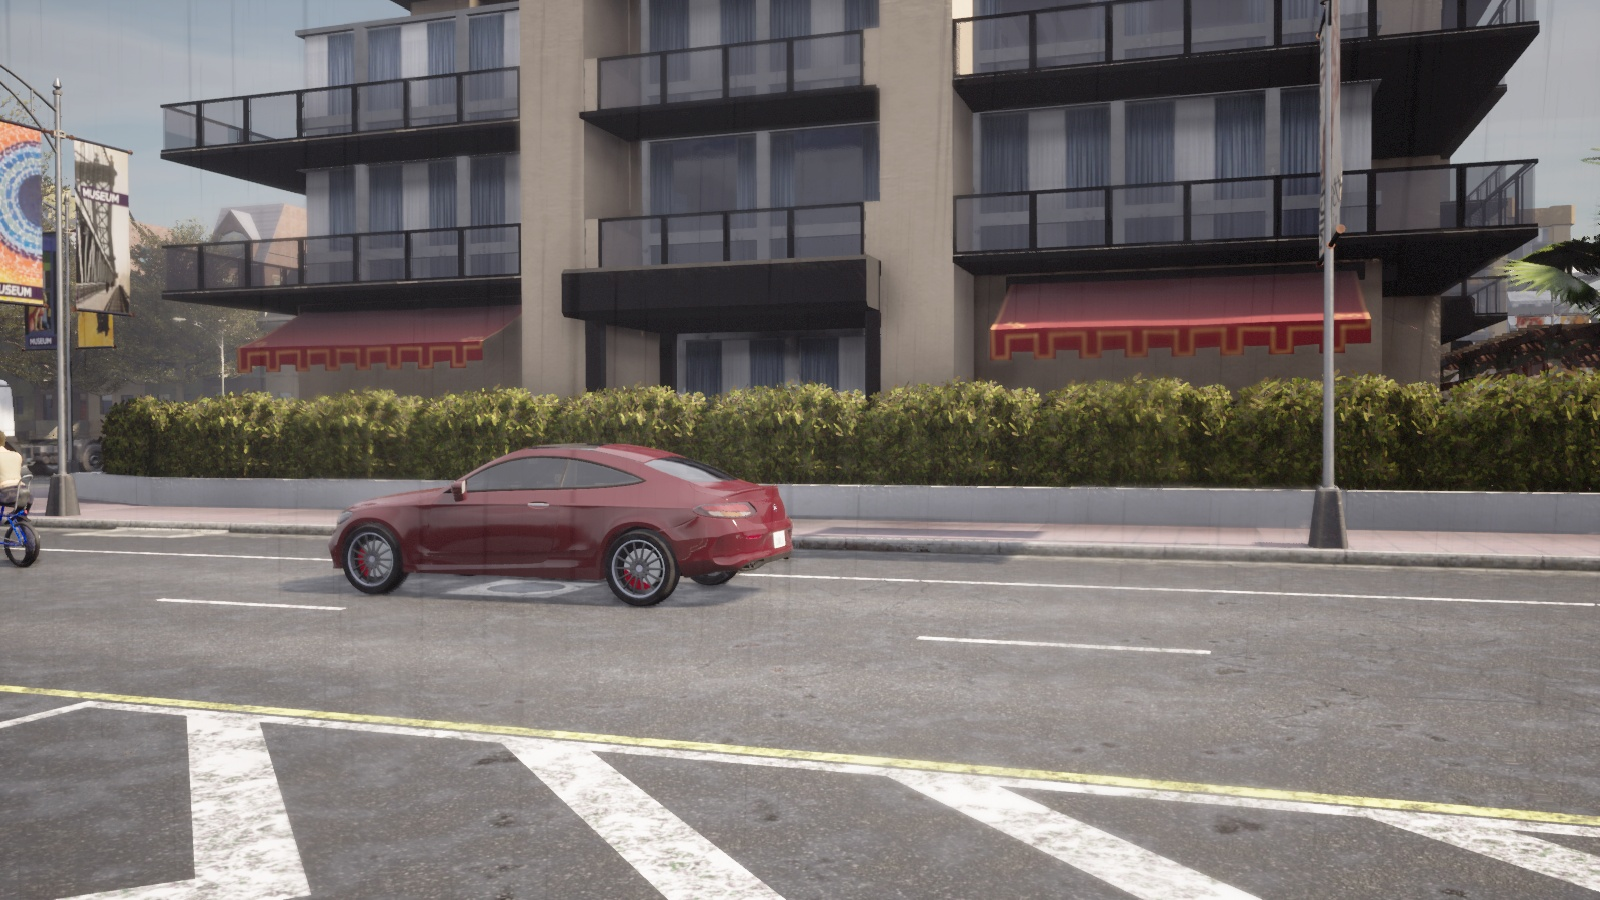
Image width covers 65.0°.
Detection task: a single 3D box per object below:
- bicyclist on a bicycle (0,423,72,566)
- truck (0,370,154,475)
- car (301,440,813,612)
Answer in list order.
[{"bbox_3d":[-9.546,0.490,14.820,1.509,1.612,0.866,1,1,19],"label":"bicyclist on a bicycle"},{"bbox_3d":[-26.960,-0.963,43.967,2.891,3.462,7.936,1,1,18],"label":"truck"},{"bbox_3d":[-2.382,0.645,12.406,4.674,1.442,1.812,1,1,19],"label":"car"}]
